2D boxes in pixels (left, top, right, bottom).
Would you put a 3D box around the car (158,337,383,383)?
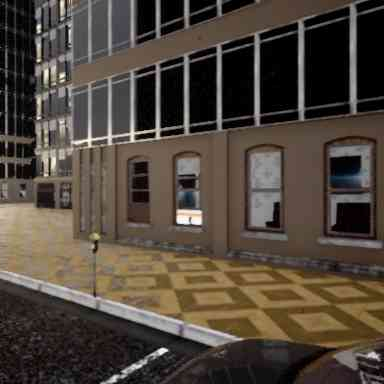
[{"bbox_3d":[1.628,1.551,1.712,4.403,1.369,2.008,0,0,36],"label":"car"}]
